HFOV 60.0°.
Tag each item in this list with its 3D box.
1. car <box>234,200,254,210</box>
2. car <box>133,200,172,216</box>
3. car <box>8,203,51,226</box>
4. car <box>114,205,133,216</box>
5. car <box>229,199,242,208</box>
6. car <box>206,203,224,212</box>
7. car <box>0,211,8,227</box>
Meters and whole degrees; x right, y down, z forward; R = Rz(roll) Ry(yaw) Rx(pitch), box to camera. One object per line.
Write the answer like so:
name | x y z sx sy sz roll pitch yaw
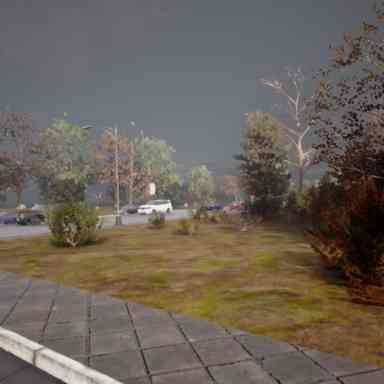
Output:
car | 9.732 2.404 61.890 1.882 1.535 5.008 -3 -2 33
car | -4.956 2.130 45.529 2.150 2.045 5.566 -3 -1 33
car | -13.820 2.063 31.549 2.150 2.045 5.566 -3 -1 33
car | -8.725 2.548 46.084 2.128 1.511 4.902 -3 -2 32
car | 7.594 2.036 52.009 2.097 1.767 4.553 -3 -2 32
car | 3.145 2.416 51.484 1.895 1.301 4.718 -3 -2 32
car | -17.733 2.560 31.934 1.994 1.385 4.181 -3 -2 33
